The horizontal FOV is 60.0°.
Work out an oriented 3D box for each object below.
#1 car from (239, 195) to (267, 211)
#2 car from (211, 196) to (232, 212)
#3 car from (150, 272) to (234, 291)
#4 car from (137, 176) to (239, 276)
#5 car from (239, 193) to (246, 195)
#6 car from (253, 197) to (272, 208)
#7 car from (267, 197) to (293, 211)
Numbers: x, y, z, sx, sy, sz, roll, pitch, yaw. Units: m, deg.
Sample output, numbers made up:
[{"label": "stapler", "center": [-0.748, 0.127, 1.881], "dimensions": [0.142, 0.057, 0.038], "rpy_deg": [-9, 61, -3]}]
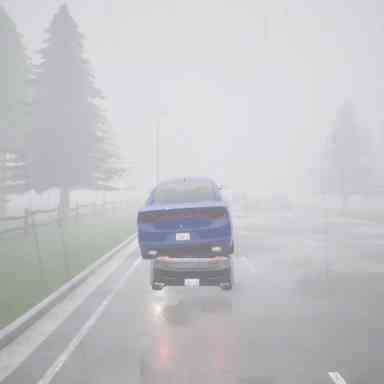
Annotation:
[{"label": "car", "center": [7.000, 1.491, 39.648], "dimensions": [2.128, 1.511, 4.902], "rpy_deg": [0, 0, 0]}, {"label": "car", "center": [3.500, 1.352, 40.035], "dimensions": [2.097, 1.767, 4.553], "rpy_deg": [0, 0, 0]}, {"label": "car", "center": [0.000, 1.551, 9.026], "dimensions": [2.128, 1.511, 4.902], "rpy_deg": [0, 1, 0]}, {"label": "car", "center": [-0.083, 0.341, 8.299], "dimensions": [1.882, 1.535, 5.008], "rpy_deg": [-4, 7, 3]}, {"label": "car", "center": [7.000, 1.221, 50.098], "dimensions": [2.150, 2.045, 5.566], "rpy_deg": [0, 0, 0]}, {"label": "car", "center": [10.500, 1.505, 50.068], "dimensions": [1.837, 1.490, 4.892], "rpy_deg": [0, 0, 0]}, {"label": "car", "center": [10.500, 1.352, 40.035], "dimensions": [2.097, 1.767, 4.553], "rpy_deg": [0, 0, 0]}]
